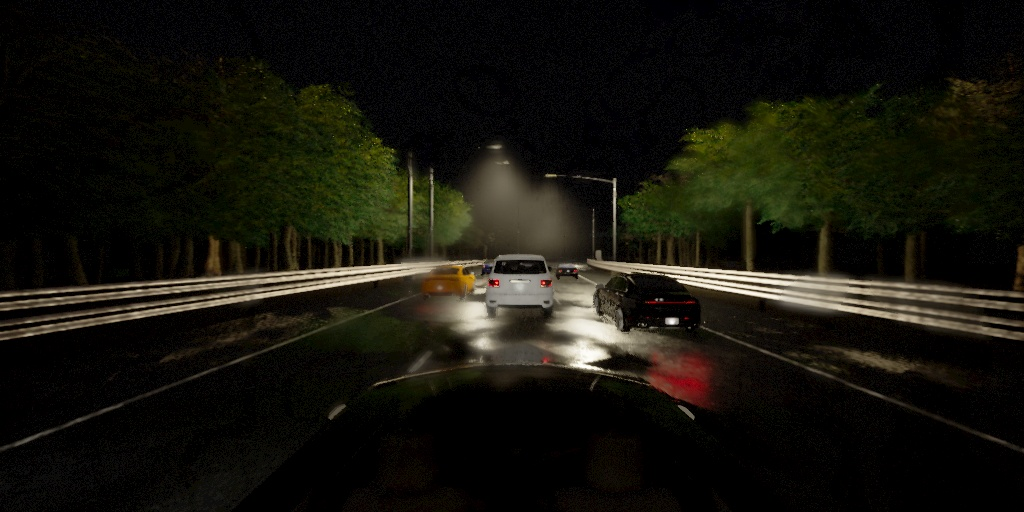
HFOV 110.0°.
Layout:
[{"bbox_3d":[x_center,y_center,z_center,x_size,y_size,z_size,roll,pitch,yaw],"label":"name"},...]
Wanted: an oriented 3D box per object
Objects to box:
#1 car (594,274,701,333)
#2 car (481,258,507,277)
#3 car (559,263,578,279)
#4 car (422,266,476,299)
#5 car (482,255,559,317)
[{"bbox_3d":[3.757,1.259,10.716,1.837,1.490,4.892,0,0,1],"label":"car"},{"bbox_3d":[-1.760,1.097,36.916,2.097,1.767,4.553,0,0,5],"label":"car"},{"bbox_3d":[4.849,1.301,32.231,2.033,1.411,5.357,0,0,5],"label":"car"},{"bbox_3d":[-3.009,1.223,17.934,1.882,1.535,5.008,0,0,2],"label":"car"},{"bbox_3d":[0.313,0.971,13.256,2.150,2.045,5.566,0,0,2],"label":"car"}]
